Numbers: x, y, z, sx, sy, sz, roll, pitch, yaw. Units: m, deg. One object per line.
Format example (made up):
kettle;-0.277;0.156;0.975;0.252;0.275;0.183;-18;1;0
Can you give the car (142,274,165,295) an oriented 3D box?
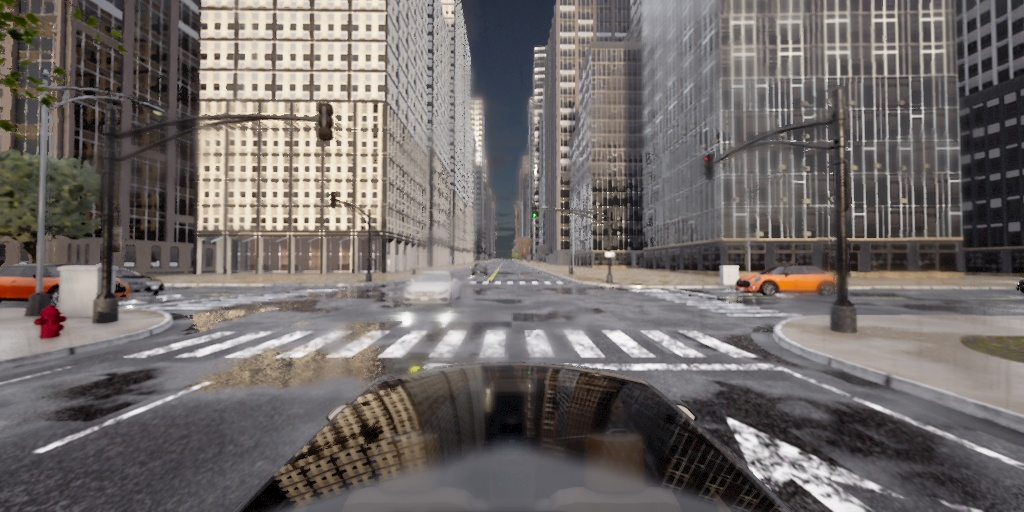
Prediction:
car;-20.611;1.332;18.320;4.902;1.511;2.128;0;-1;2

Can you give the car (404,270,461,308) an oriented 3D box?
car;-3.334;1.367;15.826;1.812;1.442;4.674;0;-1;-1

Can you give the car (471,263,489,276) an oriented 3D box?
car;-3.864;1.606;43.473;1.837;1.490;4.892;0;0;-1

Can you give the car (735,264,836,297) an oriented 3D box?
car;15.203;1.308;20.181;4.553;1.767;2.097;0;-1;2

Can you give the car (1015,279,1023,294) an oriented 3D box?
car;31.092;1.476;19.733;4.892;1.490;1.837;0;-1;2

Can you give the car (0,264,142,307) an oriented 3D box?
car;-18.958;1.120;15.023;4.553;1.767;2.097;0;-1;2
